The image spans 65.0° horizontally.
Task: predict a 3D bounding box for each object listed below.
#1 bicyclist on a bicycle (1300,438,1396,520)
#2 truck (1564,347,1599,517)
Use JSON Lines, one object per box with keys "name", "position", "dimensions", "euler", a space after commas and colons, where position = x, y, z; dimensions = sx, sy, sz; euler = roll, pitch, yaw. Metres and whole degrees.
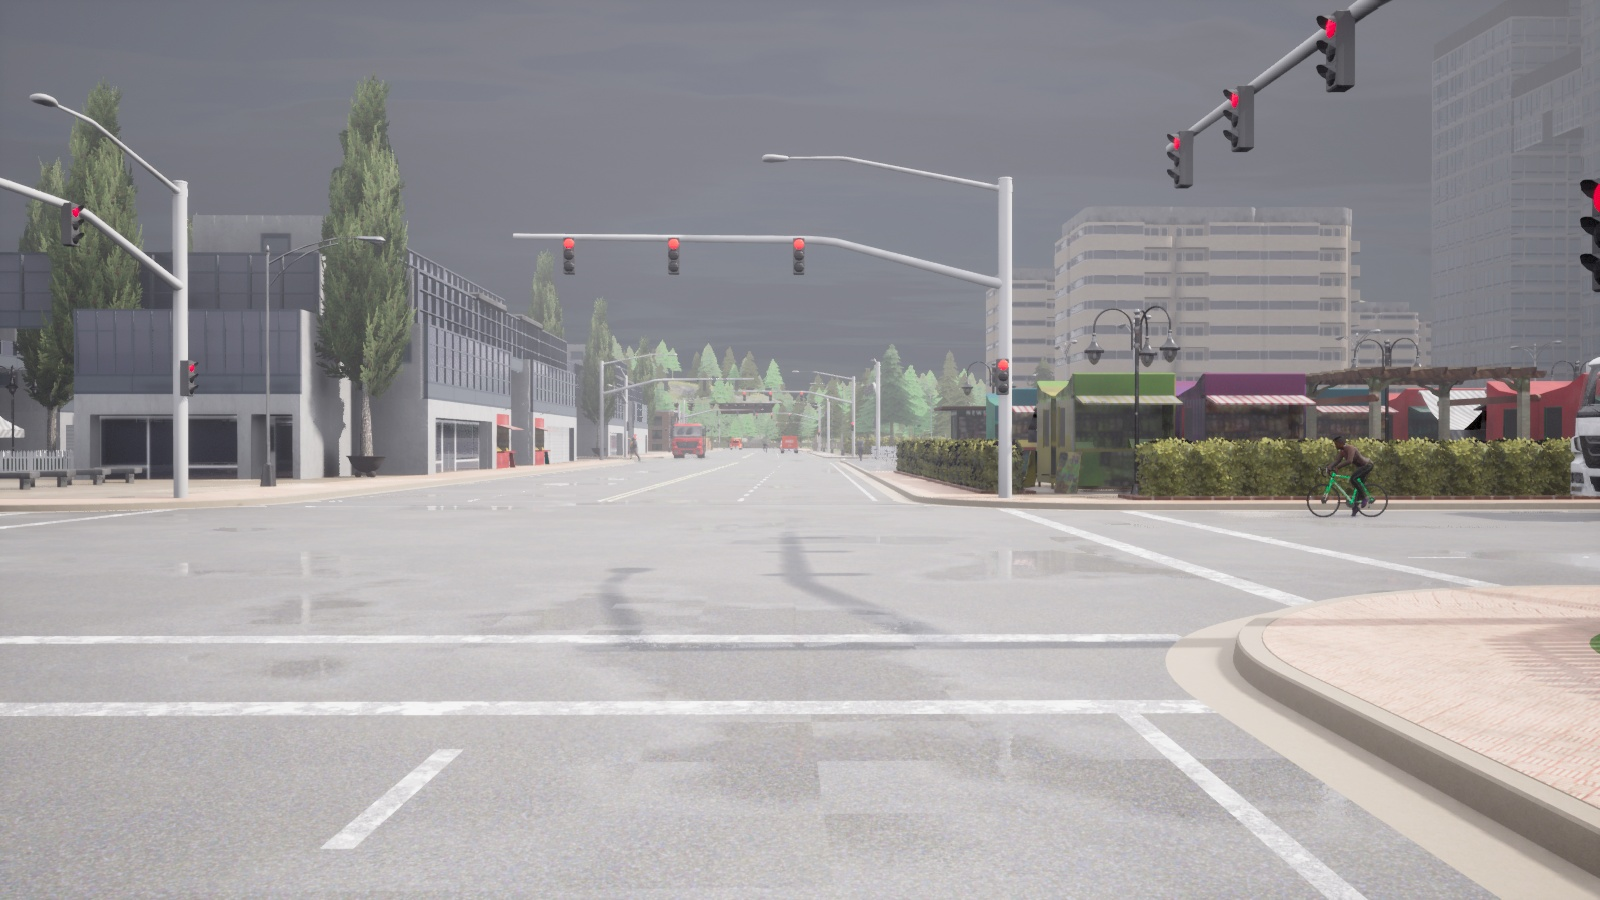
{"name": "bicyclist on a bicycle", "position": [10.932, 0.567, 25.075], "dimensions": [1.656, 1.620, 0.582], "euler": [0, 0, -1]}
{"name": "truck", "position": [20.193, -0.362, 25.251], "dimensions": [7.936, 3.462, 2.891], "euler": [0, 0, -1]}
